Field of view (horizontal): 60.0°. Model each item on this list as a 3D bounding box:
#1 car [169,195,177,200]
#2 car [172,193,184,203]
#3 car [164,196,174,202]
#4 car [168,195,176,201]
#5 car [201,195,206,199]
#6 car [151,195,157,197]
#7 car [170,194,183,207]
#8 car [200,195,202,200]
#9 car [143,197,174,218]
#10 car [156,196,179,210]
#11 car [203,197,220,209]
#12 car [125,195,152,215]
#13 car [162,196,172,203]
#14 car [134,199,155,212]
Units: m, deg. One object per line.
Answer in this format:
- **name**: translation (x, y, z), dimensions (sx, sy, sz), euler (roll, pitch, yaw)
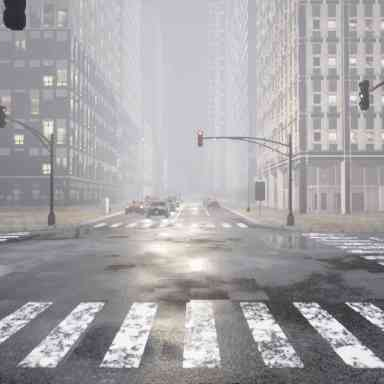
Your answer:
- **car**: translation (-5.318, 1.605, 95.090), dimensions (1.947, 1.339, 4.313), euler (1, 0, 0)
- **car**: translation (-2.755, 1.098, 64.862), dimensions (2.097, 1.767, 4.553), euler (0, 0, 0)
- **car**: translation (-5.380, 1.582, 78.365), dimensions (2.008, 1.369, 4.403), euler (1, 0, 0)
- **car**: translation (-5.338, 1.587, 89.515), dimensions (2.008, 1.369, 4.403), euler (1, 0, 0)
- **car**: translation (2.918, 1.547, 56.270), dimensions (1.752, 1.417, 4.829), euler (1, 0, 0)
- **car**: translation (-5.502, 1.332, 44.914), dimensions (2.192, 1.841, 5.009), euler (1, 0, 0)
- **car**: translation (-2.905, 1.371, 49.826), dimensions (2.097, 1.767, 4.553), euler (0, 0, 0)
- **car**: translation (2.937, 1.590, 61.677), dimensions (1.947, 1.339, 4.313), euler (1, 0, 0)
- **car**: translation (-2.985, 1.516, 30.302), dimensions (1.837, 1.490, 4.892), euler (0, 0, 0)
- **car**: translation (-2.949, 1.520, 39.751), dimensions (1.837, 1.490, 4.892), euler (0, 0, 0)
- **car**: translation (2.873, 1.599, 44.944), dimensions (1.802, 1.307, 4.206), euler (1, 0, 0)
- **car**: translation (-5.546, 1.453, 33.764), dimensions (1.967, 1.590, 4.097), euler (1, 0, 0)
- **car**: translation (-5.401, 1.573, 72.790), dimensions (1.887, 1.381, 4.507), euler (1, 0, 0)
- **car**: translation (-5.528, 1.597, 39.339), dimensions (1.802, 1.307, 4.206), euler (1, 0, 0)
